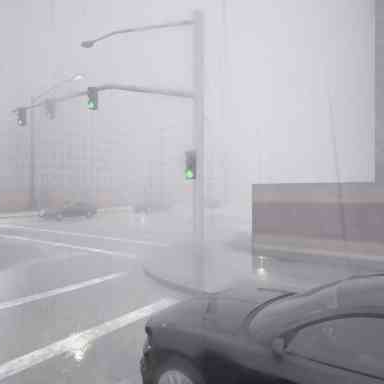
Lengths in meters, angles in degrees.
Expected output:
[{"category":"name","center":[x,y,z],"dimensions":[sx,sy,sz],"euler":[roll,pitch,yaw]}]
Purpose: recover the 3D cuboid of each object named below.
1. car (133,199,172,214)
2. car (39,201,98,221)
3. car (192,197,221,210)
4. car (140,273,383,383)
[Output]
[{"category":"car","center":[-4.176,1.505,35.574],"dimensions":[1.837,1.490,4.892],"euler":[0,0,36]},{"category":"car","center":[-10.105,1.491,27.436],"dimensions":[2.128,1.511,4.902],"euler":[0,0,34]},{"category":"car","center":[1.994,1.478,44.029],"dimensions":[1.882,1.535,5.008],"euler":[0,0,36]},{"category":"car","center":[1.731,1.478,2.771],"dimensions":[5.008,1.535,1.882],"euler":[0,0,37]}]
